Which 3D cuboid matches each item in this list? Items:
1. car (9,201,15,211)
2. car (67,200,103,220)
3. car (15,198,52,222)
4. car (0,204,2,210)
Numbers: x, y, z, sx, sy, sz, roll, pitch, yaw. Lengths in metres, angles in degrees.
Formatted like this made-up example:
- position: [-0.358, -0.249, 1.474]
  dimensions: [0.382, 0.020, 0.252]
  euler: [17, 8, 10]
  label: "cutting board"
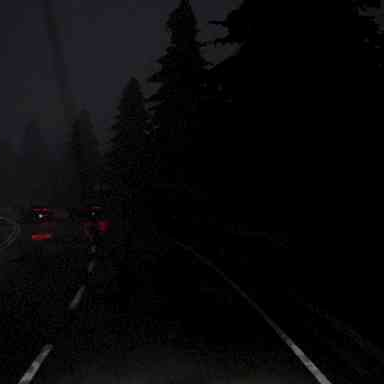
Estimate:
- position: [-19.321, 1.400, 38.280]
  dimensions: [4.902, 1.511, 2.128]
  euler: [0, 0, 39]
  label: "car"
- position: [-8.688, 1.406, 26.814]
  dimensions: [2.128, 1.511, 4.902]
  euler: [0, 0, -33]
  label: "car"
- position: [-12.109, 1.440, 25.676]
  dimensions: [1.837, 1.490, 4.892]
  euler: [0, 0, -34]
  label: "car"
- position: [-22.965, 1.532, 36.744]
  dimensions: [4.718, 1.301, 1.895]
  euler: [0, 0, 37]
  label: "car"
